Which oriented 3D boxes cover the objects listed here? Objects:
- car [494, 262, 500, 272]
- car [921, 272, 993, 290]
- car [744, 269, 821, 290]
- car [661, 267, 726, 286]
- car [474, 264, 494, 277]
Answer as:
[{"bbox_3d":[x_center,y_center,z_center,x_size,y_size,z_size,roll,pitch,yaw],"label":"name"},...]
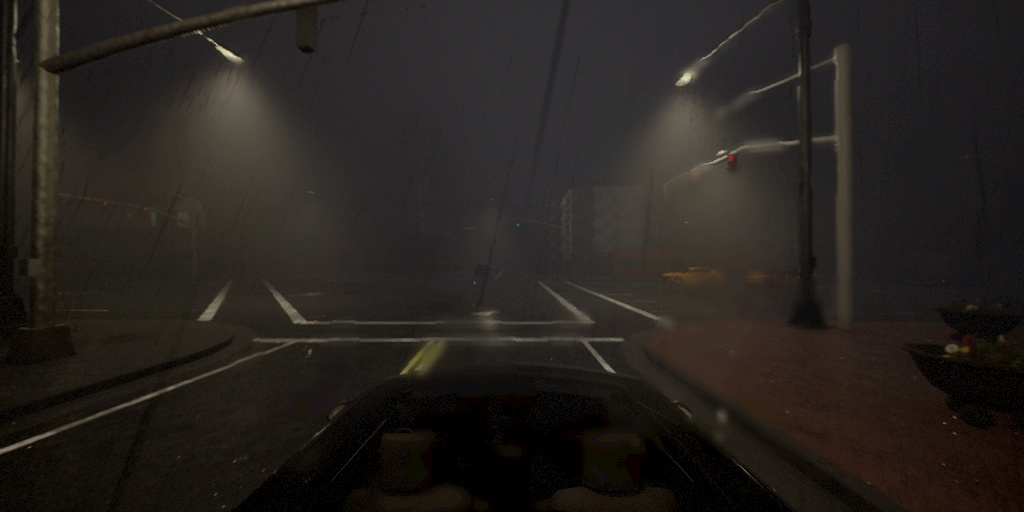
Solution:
[{"bbox_3d":[-3.530,2.038,60.397,1.994,1.385,4.181,0,-1,1],"label":"car"},{"bbox_3d":[37.566,2.069,30.280,4.674,1.442,1.812,1,-1,0],"label":"car"},{"bbox_3d":[20.035,1.723,26.667,5.008,1.535,1.882,1,-1,0],"label":"car"},{"bbox_3d":[15.184,1.707,30.134,5.008,1.535,1.882,1,-1,0],"label":"car"},{"bbox_3d":[-3.577,1.754,44.344,1.882,1.535,5.008,0,0,0],"label":"car"}]
